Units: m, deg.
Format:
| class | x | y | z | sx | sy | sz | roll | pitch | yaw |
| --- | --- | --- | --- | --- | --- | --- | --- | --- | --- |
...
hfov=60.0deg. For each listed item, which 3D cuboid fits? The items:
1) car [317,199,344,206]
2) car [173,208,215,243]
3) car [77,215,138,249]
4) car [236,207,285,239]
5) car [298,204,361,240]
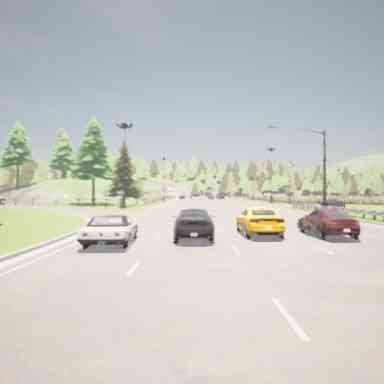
| class | x | y | z | sx | sy | sz | roll | pitch | yaw |
| --- | --- | --- | --- | --- | --- | --- | --- | --- | --- |
| car | 22.717 | 1.809 | 54.774 | 4.181 | 1.385 | 1.994 | 0 | 0 | 36 |
| car | 0.092 | 1.578 | 16.551 | 1.837 | 1.490 | 4.892 | 0 | 0 | 0 |
| car | -3.552 | 1.667 | 14.889 | 1.895 | 1.301 | 4.718 | 0 | 0 | -3 |
| car | 3.594 | 1.559 | 18.075 | 1.882 | 1.535 | 5.008 | 0 | 0 | 0 |
| car | 7.093 | 1.604 | 17.504 | 1.812 | 1.442 | 4.674 | 0 | 0 | 0 |
